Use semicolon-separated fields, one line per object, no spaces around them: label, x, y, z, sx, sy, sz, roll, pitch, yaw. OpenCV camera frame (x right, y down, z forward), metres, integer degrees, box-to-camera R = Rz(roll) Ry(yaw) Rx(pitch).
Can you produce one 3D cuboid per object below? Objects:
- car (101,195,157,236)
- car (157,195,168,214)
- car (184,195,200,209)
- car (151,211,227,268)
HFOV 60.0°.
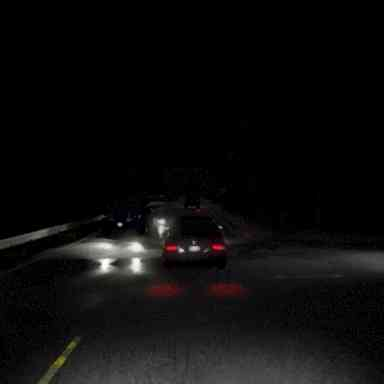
car;-3.593;1.288;19.372;2.150;2.045;5.566;0;-1;0
car;-3.586;1.329;32.924;2.150;2.045;5.566;0;0;0
car;0.007;1.379;48.353;2.150;2.045;5.566;0;0;0
car;0.071;1.519;11.023;2.033;1.411;5.357;-1;0;0
